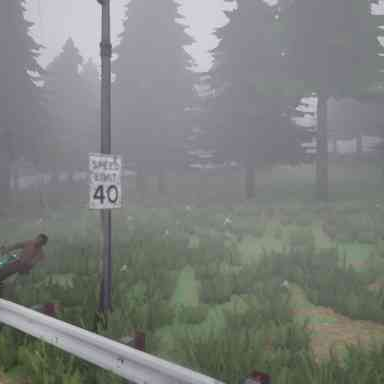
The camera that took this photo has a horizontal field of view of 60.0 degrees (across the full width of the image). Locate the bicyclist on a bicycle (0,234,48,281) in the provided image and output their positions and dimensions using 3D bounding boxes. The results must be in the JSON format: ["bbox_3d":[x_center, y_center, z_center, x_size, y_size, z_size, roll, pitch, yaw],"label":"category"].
[{"bbox_3d":[-3.249,1.349,5.807,1.620,0.582,1.656,-41,-13,-36],"label":"bicyclist on a bicycle"}]
